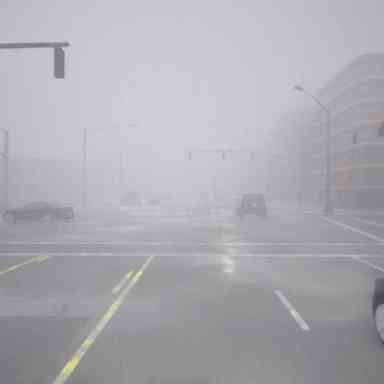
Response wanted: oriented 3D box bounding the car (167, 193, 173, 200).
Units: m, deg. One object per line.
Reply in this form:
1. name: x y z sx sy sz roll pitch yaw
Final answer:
1. car: -4.690 0.888 63.616 1.994 1.385 4.181 0 1 2

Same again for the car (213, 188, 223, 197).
1. car: 6.316 0.149 81.418 2.150 2.045 5.566 0 1 2

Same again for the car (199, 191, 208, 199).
1. car: 2.548 0.774 71.513 1.895 1.301 4.718 0 1 2

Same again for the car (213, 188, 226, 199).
1. car: 6.036 0.421 70.995 2.150 2.045 5.566 0 1 2

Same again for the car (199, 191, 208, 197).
1. car: 2.815 0.452 81.485 2.033 1.411 5.357 0 1 2

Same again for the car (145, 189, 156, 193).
1. car: -8.155 0.517 64.541 2.150 2.045 5.566 0 1 2

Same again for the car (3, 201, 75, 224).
1. car: -10.642 1.361 23.107 5.008 1.535 1.882 0 0 15

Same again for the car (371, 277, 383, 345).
1. car: 3.650 1.482 3.134 1.882 1.535 5.008 0 0 1

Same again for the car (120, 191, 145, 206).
1. car: -8.670 0.847 47.734 2.150 2.045 5.566 0 1 2

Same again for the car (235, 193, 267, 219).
1. car: 4.904 1.124 28.211 2.150 2.045 5.566 0 0 3

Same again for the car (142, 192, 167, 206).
1. car: -5.191 1.198 47.050 2.033 1.411 5.357 0 1 2
